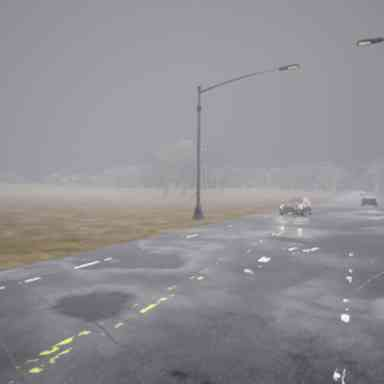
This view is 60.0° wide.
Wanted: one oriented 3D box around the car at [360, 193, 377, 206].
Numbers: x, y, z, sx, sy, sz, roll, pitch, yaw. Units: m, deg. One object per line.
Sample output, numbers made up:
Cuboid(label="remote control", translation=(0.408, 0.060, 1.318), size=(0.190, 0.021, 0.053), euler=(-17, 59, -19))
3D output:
Cuboid(label="car", translation=(26.980, 1.280, 50.631), size=(1.882, 1.535, 5.008), euler=(1, 1, 26))

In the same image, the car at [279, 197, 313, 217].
Cuboid(label="car", translation=(9.456, 1.231, 30.109), size=(2.097, 1.767, 4.553), euler=(1, 1, 31))
